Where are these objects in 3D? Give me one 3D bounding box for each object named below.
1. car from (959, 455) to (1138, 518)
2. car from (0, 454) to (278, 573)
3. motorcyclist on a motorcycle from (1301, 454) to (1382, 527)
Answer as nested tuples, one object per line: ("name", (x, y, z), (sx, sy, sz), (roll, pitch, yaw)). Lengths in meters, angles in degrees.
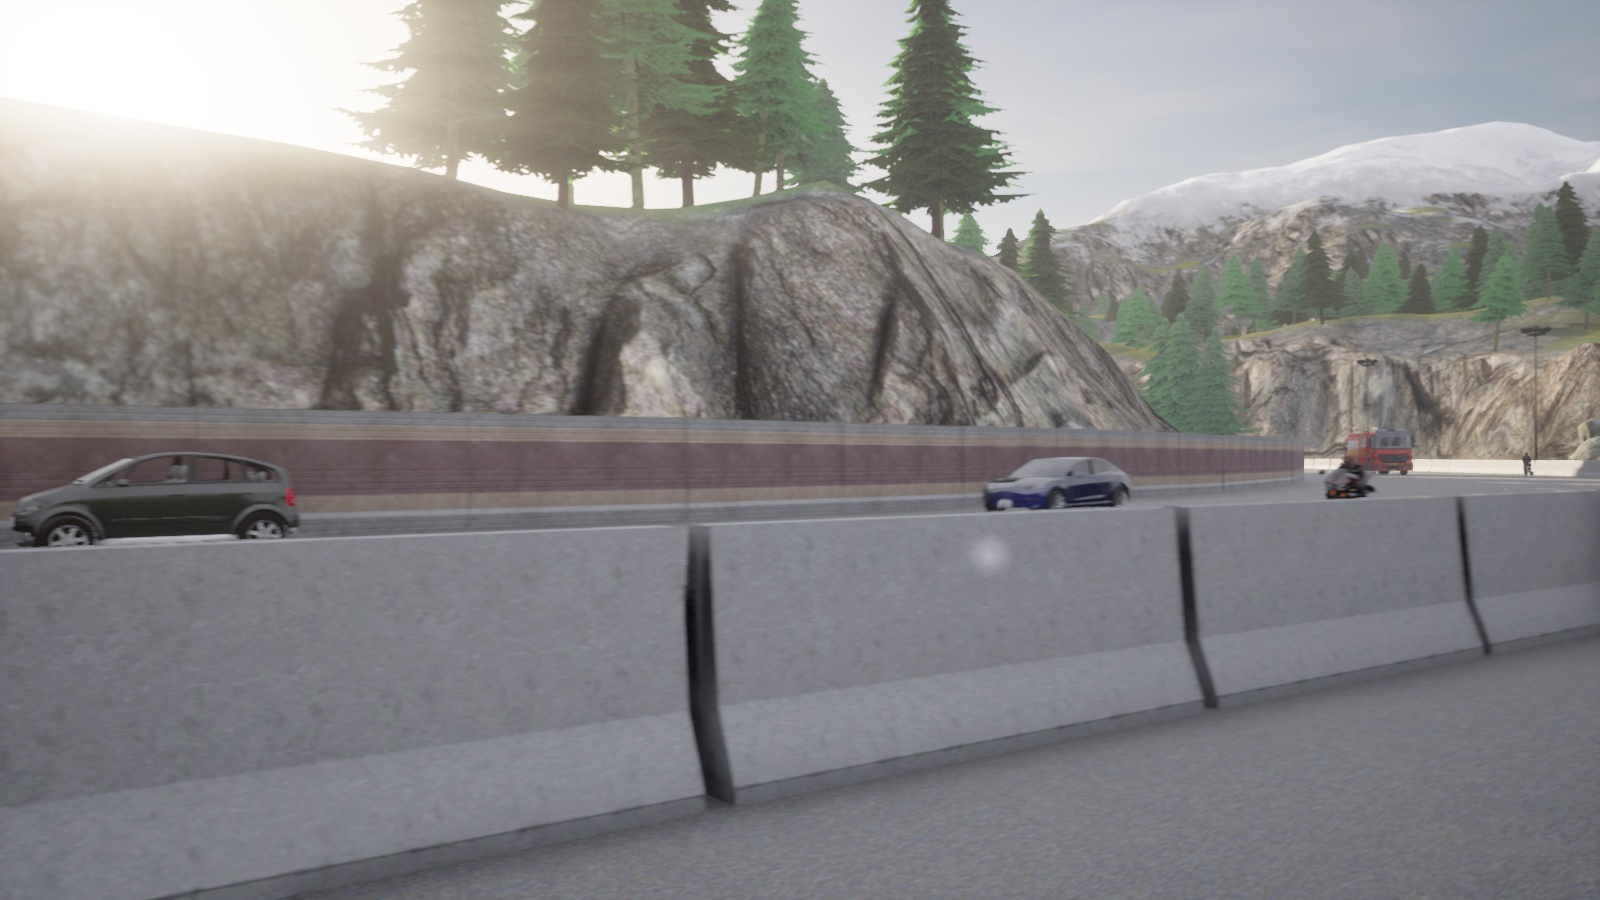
("car", (6.395, 0.872, 31.962), (2.163, 1.488, 4.792), (0, 0, 45))
("car", (-9.755, 0.843, 18.224), (3.705, 1.549, 1.789), (0, 0, -36))
("motorcyclist on a motorcycle", (11.841, 0.866, 27.442), (0.866, 1.530, 2.191), (-1, -1, 45))
